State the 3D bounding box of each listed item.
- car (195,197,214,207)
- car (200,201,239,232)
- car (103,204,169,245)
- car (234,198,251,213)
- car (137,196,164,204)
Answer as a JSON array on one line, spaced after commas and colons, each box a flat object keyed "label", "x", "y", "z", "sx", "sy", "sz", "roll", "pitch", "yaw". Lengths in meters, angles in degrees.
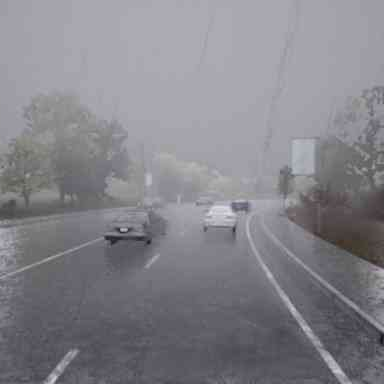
[{"label": "car", "x": 1.982, "y": 1.487, "z": 49.936, "sx": 1.837, "sy": 1.490, "sz": 4.892, "roll": 0, "pitch": -1, "yaw": 21}, {"label": "car", "x": 1.786, "y": 1.525, "z": 20.255, "sx": 1.812, "sy": 1.442, "sz": 4.674, "roll": 0, "pitch": 0, "yaw": 8}, {"label": "car", "x": -2.397, "y": 1.533, "z": 15.567, "sx": 2.033, "sy": 1.411, "sz": 5.357, "roll": 0, "pitch": 0, "yaw": 7}, {"label": "car", "x": 5.648, "y": 1.486, "z": 37.990, "sx": 1.882, "sy": 1.535, "sz": 5.008, "roll": 0, "pitch": 0, "yaw": 16}, {"label": "car", "x": -4.940, "y": 1.308, "z": 39.743, "sx": 2.097, "sy": 1.767, "sz": 4.553, "roll": 0, "pitch": 0, "yaw": 16}]
